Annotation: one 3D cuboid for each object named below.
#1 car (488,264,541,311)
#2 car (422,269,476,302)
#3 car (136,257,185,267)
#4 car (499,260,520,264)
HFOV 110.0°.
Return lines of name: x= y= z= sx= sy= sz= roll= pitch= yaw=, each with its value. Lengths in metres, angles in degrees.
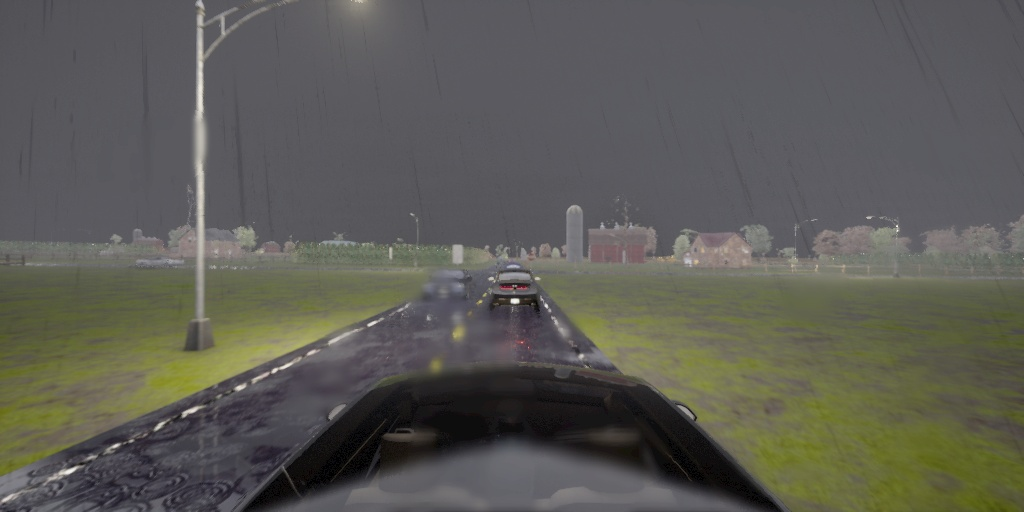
car: x=0.101 y=1.259 z=14.431 sx=1.837 sy=1.490 sz=4.892 roll=0 pitch=0 yaw=0
car: x=-2.845 y=1.318 z=16.911 sx=1.994 sy=1.385 sz=4.181 roll=0 pitch=0 yaw=0
car: x=-44.858 y=0.751 z=45.884 sx=4.718 sy=1.301 sz=1.895 roll=1 pitch=1 yaw=0
car: x=0.104 y=1.288 z=29.559 sx=1.812 sy=1.442 sz=4.674 roll=0 pitch=0 yaw=0
